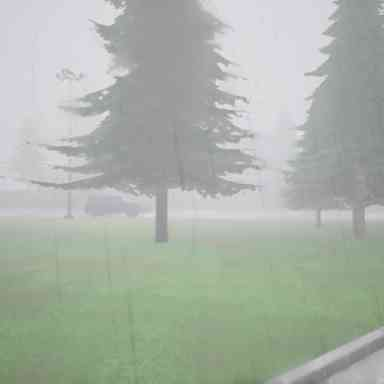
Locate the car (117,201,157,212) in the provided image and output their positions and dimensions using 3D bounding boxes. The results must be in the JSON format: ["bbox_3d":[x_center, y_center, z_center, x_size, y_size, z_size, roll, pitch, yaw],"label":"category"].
[{"bbox_3d":[-6.821,1.765,41.701,4.718,1.301,1.895,0,0,2],"label":"car"}]

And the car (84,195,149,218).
[{"bbox_3d":[-7.224,1.323,31.211,5.566,2.045,2.150,0,0,2],"label":"car"}]

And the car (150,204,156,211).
[{"bbox_3d":[-6.783,1.664,38.195,4.892,1.490,1.837,0,0,2],"label":"car"}]
